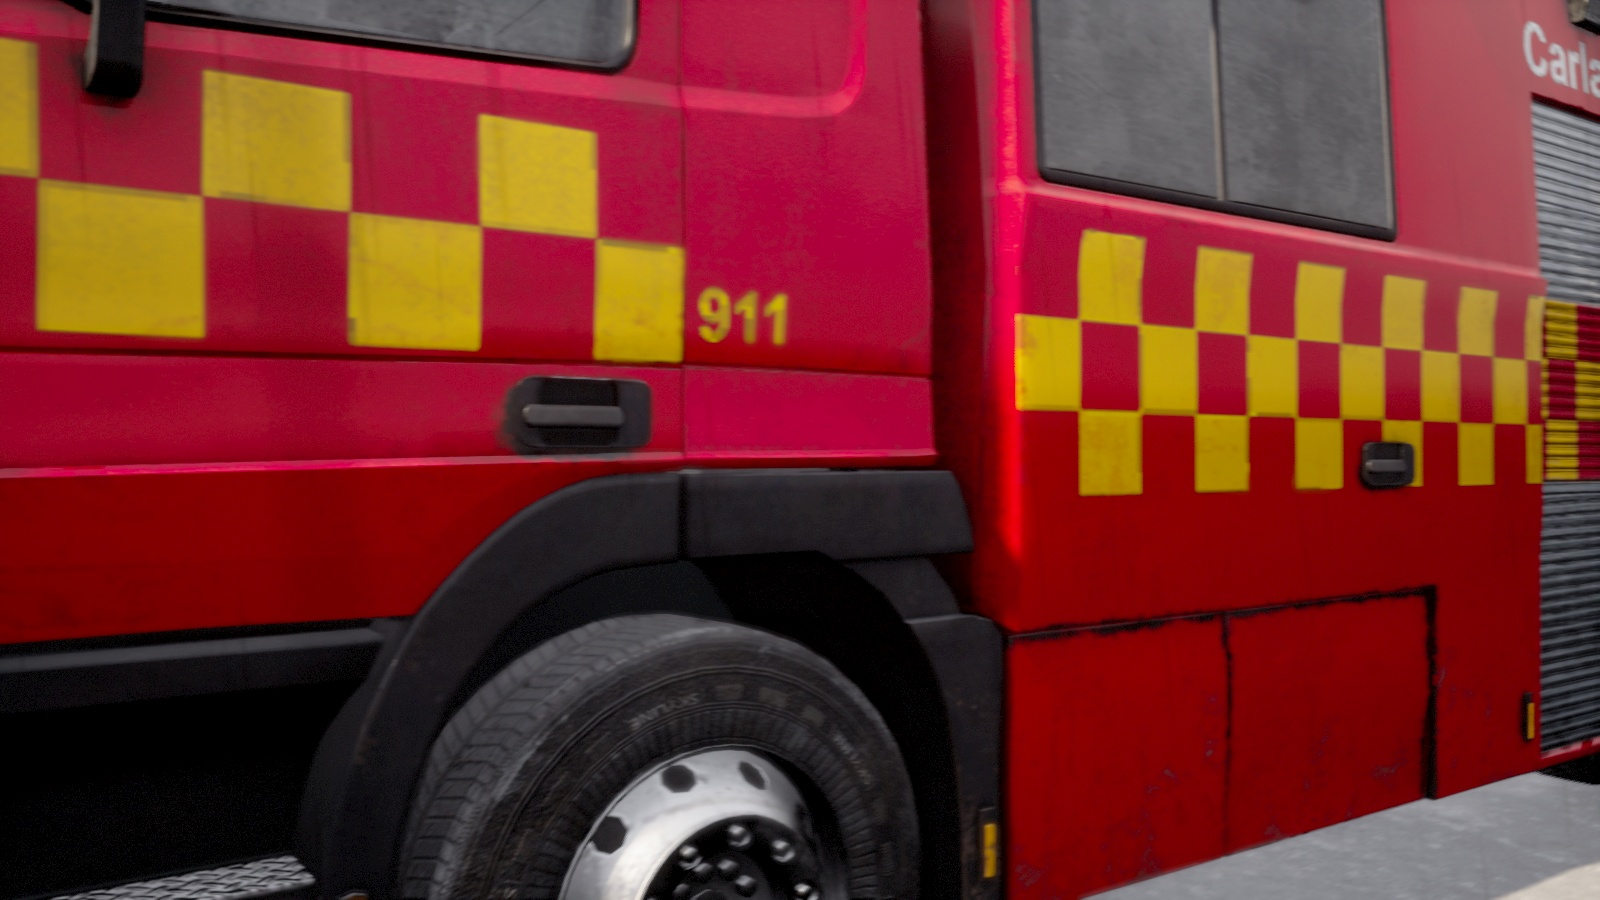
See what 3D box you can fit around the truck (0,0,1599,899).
[{"bbox_3d":[0.882,-0.410,4.887,8.468,3.827,2.891,0,0,-35],"label":"truck"}]
